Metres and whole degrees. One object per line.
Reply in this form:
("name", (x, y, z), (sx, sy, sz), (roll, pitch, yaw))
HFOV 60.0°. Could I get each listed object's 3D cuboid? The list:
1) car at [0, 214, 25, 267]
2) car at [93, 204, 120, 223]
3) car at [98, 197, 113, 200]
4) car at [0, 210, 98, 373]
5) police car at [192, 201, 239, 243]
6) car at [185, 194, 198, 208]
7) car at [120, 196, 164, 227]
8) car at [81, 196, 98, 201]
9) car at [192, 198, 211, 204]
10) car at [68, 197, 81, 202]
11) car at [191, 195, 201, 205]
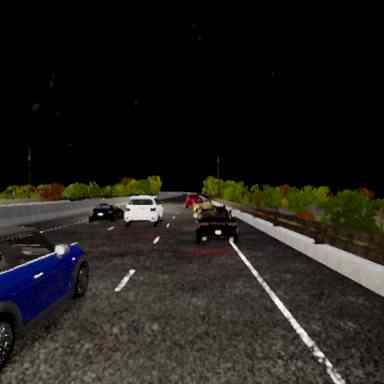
("car", (-6.873, 1.522, 9.125), (2.128, 1.511, 4.902), (0, 0, 0))
("car", (-6.814, 1.651, 26.797), (1.994, 1.385, 4.181), (0, 0, 0))
("car", (-17.275, 1.741, 68.268), (1.812, 1.442, 4.674), (0, 0, 0))
("car", (-3.386, 1.371, 5.727), (2.097, 1.767, 4.553), (0, 0, 0))
("police car", (1.101, 1.480, 16.450), (1.930, 1.638, 5.238), (0, 0, 0))
("car", (0.167, 1.385, 50.818), (2.150, 2.045, 5.566), (0, 0, 0))
("car", (-3.324, 1.302, 23.875), (2.150, 2.045, 5.566), (0, 0, 0))
("car", (-20.772, 1.574, 69.144), (2.097, 1.767, 4.553), (0, 0, 0))
("car", (1.135, 1.542, 26.530), (1.801, 1.575, 5.366), (0, 0, 0))
("car", (-24.272, 1.771, 69.125), (1.994, 1.385, 4.181), (0, 0, 0))
("car", (1.154, 1.457, 32.310), (2.097, 1.767, 4.553), (0, 0, 0))
